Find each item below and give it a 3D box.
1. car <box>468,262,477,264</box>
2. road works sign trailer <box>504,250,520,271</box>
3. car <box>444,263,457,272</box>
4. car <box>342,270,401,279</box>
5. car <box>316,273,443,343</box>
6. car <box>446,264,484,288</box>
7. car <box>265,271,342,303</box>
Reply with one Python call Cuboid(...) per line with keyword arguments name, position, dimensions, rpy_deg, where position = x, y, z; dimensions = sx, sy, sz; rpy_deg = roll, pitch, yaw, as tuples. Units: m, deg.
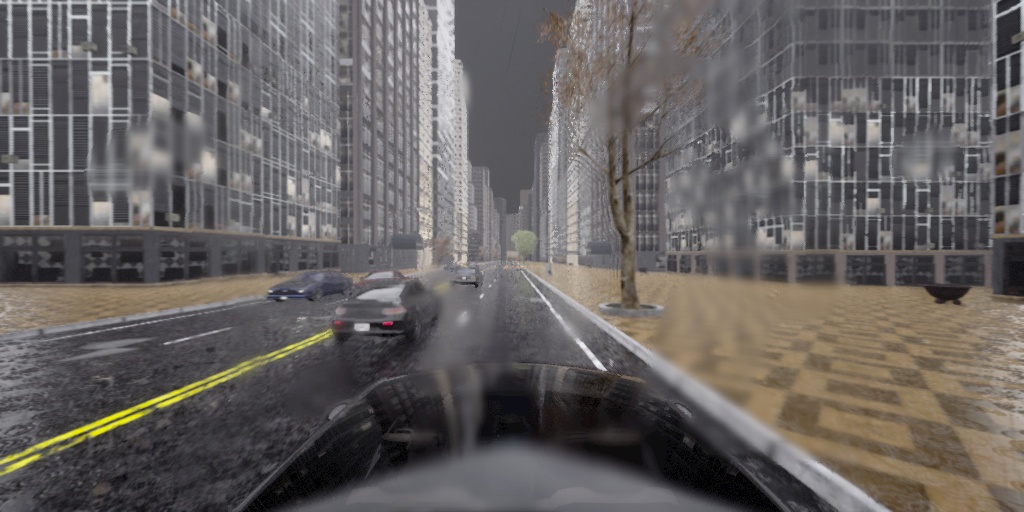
Cuboid(name="car", position=(-6.551, 1.783, 58.771), dimensions=(2.128, 1.511, 4.902), rpy_deg=(0, -1, 1))
Cuboid(name="road works sign trailer", position=(0.012, 0.724, 61.989), dimensions=(2.380, 3.560, 2.880), rpy_deg=(0, 0, 1))
Cuboid(name="car", position=(-9.793, 1.837, 58.775), dimensions=(2.033, 1.411, 5.357), rpy_deg=(0, -1, 1))
Cuboid(name="car", position=(-6.600, 1.434, 18.449), dimensions=(1.812, 1.442, 4.674), rpy_deg=(0, -1, 0))
Cuboid(name="car", position=(-3.153, 1.353, 9.861), dimensions=(1.812, 1.442, 4.674), rpy_deg=(0, 0, 0))
Cuboid(name="car", position=(-3.153, 1.528, 26.125), dimensions=(2.033, 1.411, 5.357), rpy_deg=(0, -1, 0))
Cuboid(name="car", position=(-9.853, 1.453, 18.143), dimensions=(2.033, 1.411, 5.357), rpy_deg=(0, -1, 0))
